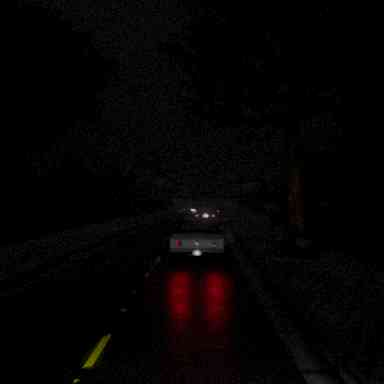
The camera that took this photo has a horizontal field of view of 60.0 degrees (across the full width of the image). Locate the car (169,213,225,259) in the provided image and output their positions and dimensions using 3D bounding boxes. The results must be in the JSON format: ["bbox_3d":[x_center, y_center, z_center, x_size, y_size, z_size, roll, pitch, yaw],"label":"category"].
[{"bbox_3d":[0.283,1.744,13.174,1.895,1.301,4.718,0,-1,3],"label":"car"}]

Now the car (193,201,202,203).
[{"bbox_3d":[0.975,2.235,56.540,2.033,1.411,5.357,0,-1,5],"label":"car"}]

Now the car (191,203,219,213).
[{"bbox_3d":[1.208,1.849,27.344,2.033,1.411,5.357,0,-1,5],"label":"car"}]
